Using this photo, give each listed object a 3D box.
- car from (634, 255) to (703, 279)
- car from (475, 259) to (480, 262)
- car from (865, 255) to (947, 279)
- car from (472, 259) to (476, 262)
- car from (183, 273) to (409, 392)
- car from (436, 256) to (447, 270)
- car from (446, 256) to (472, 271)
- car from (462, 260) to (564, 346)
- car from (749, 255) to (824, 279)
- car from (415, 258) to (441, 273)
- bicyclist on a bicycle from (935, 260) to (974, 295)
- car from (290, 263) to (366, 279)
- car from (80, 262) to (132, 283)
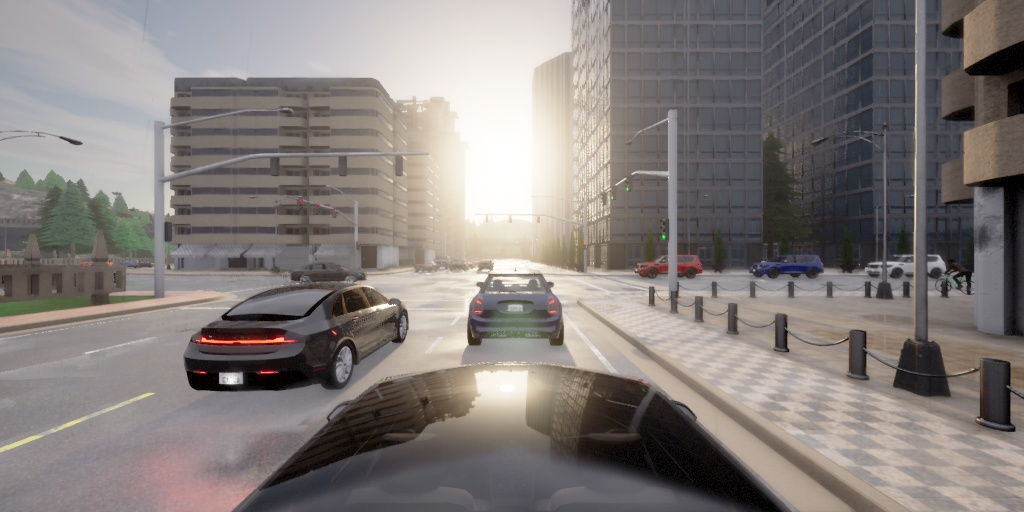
[{"bbox_3d":[13.706,0.917,31.524,5.566,2.045,2.150,0,0,0],"label":"car"},{"bbox_3d":[-3.381,1.255,47.882,1.837,1.490,4.892,0,0,1],"label":"car"},{"bbox_3d":[34.388,0.916,31.387,5.566,2.045,2.150,0,0,0],"label":"car"},{"bbox_3d":[-7.021,1.297,57.656,2.033,1.411,5.357,0,0,0],"label":"car"},{"bbox_3d":[-3.427,1.255,6.819,1.837,1.490,4.892,0,0,0],"label":"car"},{"bbox_3d":[-10.535,0.971,54.308,2.150,2.045,5.566,0,0,0],"label":"car"},{"bbox_3d":[-7.045,1.102,48.185,2.097,1.767,4.553,0,0,0],"label":"car"},{"bbox_3d":[0.090,1.102,9.591,2.097,1.767,4.553,0,0,0],"label":"car"},{"bbox_3d":[24.026,0.916,31.455,5.566,2.045,2.150,0,0,1],"label":"car"},{"bbox_3d":[-10.590,1.276,44.602,1.812,1.442,4.674,0,0,1],"label":"car"},{"bbox_3d":[21.018,0.996,16.992,0.582,1.620,1.656,0,0,0],"label":"bicyclist on a bicycle"},{"bbox_3d":[-13.040,1.225,25.668,4.892,1.490,1.837,0,1,-15],"label":"car"},{"bbox_3d":[-29.933,1.295,25.085,4.718,1.301,1.895,0,0,6],"label":"car"}]
